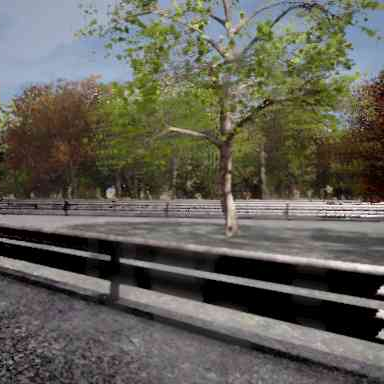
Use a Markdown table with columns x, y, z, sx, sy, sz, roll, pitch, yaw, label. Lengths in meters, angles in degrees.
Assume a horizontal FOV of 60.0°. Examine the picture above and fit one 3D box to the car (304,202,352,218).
| x | y | z | sx | sy | sz | roll | pitch | yaw | label |
| --- | --- | --- | --- | --- | --- | --- | --- | --- | --- |
| 12.466 | 1.620 | 30.720 | 4.181 | 1.385 | 1.994 | 0 | 0 | 13 | car |
